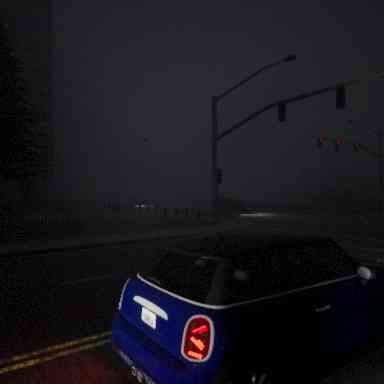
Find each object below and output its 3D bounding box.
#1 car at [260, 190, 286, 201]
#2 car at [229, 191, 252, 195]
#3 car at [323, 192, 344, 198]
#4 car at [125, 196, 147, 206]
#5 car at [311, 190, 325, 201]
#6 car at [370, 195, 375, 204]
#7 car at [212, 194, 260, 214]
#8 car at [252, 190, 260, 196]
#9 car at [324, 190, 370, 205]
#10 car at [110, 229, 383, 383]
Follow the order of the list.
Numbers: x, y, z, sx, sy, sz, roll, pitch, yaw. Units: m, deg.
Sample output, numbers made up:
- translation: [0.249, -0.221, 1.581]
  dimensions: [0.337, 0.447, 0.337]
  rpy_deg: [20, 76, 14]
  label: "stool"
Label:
- translation: [15.486, 0.905, 62.670]
  dimensions: [1.970, 1.475, 3.806]
  rpy_deg: [-1, 0, -36]
  label: "car"
- translation: [11.422, 0.847, 78.317]
  dimensions: [1.970, 1.475, 3.806]
  rpy_deg: [-1, 0, -36]
  label: "car"
- translation: [31.592, 0.674, 74.174]
  dimensions: [1.784, 1.438, 3.905]
  rpy_deg: [-1, 0, -36]
  label: "car"
- translation: [-8.504, 1.342, 50.147]
  dimensions: [1.994, 1.385, 4.181]
  rpy_deg: [-1, 0, -35]
  label: "car"
- translation: [29.194, 0.493, 72.545]
  dimensions: [1.932, 1.855, 4.605]
  rpy_deg: [-1, 0, -36]
  label: "car"
- translation: [23.415, 0.692, 46.872]
  dimensions: [1.905, 1.878, 3.866]
  rpy_deg: [-1, 0, -36]
  label: "car"
- translation: [3.974, 1.282, 32.734]
  dimensions: [1.837, 1.490, 4.892]
  rpy_deg: [-1, 1, -36]
  label: "car"
- translation: [13.780, 0.786, 79.995]
  dimensions: [1.784, 1.438, 3.905]
  rpy_deg: [-1, 0, -36]
  label: "car"
- translation: [21.026, 0.719, 45.237]
  dimensions: [1.932, 1.855, 4.605]
  rpy_deg: [-1, 0, -36]
  label: "car"
- translation: [1.284, 1.315, 4.714]
  dimensions: [4.553, 1.767, 2.097]
  rpy_deg: [-1, 0, -35]
  label: "car"
